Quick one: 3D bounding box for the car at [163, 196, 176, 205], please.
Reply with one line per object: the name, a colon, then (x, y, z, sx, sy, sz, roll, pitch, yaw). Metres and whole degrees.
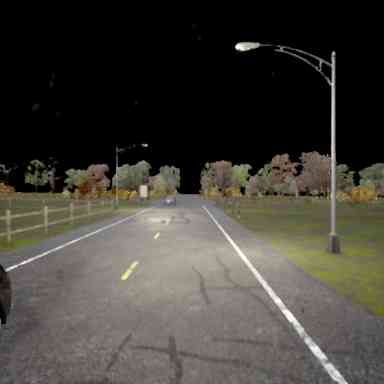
car: (-3.537, 1.318, 53.124, 2.128, 1.511, 4.902, 0, 0, 0)

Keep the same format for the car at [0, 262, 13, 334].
car: (-3.599, 1.480, 3.009, 2.128, 1.511, 4.902, 0, 0, 0)
